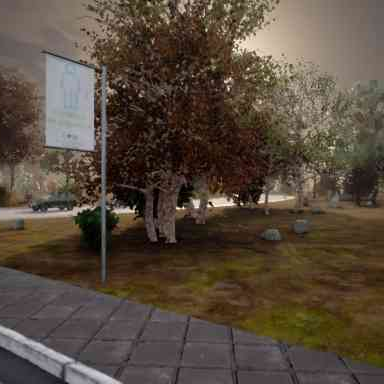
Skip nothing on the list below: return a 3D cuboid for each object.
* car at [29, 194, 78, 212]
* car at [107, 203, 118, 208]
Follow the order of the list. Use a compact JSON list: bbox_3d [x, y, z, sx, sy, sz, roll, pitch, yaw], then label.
[{"bbox_3d":[-16.546,1.212,39.955,2.150,2.045,5.566,0,0,38],"label":"car"},{"bbox_3d":[-10.155,1.462,48.182,1.837,1.490,4.892,0,0,37],"label":"car"}]
